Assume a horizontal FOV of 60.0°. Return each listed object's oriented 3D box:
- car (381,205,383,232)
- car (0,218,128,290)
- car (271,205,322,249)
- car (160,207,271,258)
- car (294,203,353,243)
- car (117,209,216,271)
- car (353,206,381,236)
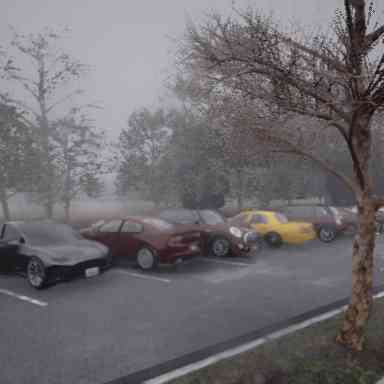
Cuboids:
[{"bbox_3d":[9.802,1.544,20.010,4.674,1.452,2.002,-1,-1,32],"label":"car"},{"bbox_3d":[-4.363,1.536,9.311,4.792,1.488,2.163,-1,-1,34],"label":"car"},{"bbox_3d":[2.595,1.505,14.705,5.366,1.575,1.946,-1,-1,33],"label":"car"},{"bbox_3d":[0.357,1.381,12.854,4.553,1.767,2.185,-1,-1,34],"label":"car"},{"bbox_3d":[5.137,1.378,16.376,4.553,1.767,2.185,-1,-1,33],"label":"car"},{"bbox_3d":[-1.997,1.506,11.065,5.008,1.535,2.097,-1,-1,34],"label":"car"},{"bbox_3d":[7.465,1.544,18.193,4.674,1.452,2.002,-1,-1,33],"label":"car"}]
